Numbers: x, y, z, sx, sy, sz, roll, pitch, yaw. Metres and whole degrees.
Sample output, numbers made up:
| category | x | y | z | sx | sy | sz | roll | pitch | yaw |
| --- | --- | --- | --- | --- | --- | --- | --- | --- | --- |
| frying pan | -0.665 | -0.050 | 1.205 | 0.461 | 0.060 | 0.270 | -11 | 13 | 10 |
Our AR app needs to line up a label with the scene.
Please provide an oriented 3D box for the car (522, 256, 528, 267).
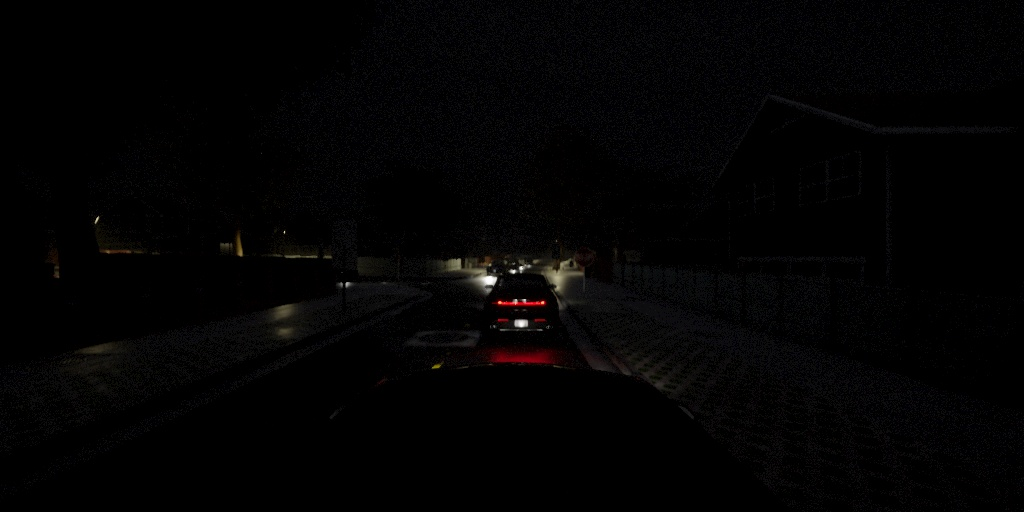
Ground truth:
| category | x | y | z | sx | sy | sz | roll | pitch | yaw |
| --- | --- | --- | --- | --- | --- | --- | --- | --- | --- |
| car | 0.917 | 0.967 | 56.372 | 1.812 | 1.442 | 4.674 | 0 | 1 | 8 |

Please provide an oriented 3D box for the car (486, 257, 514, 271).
| category | x | y | z | sx | sy | sz | roll | pitch | yaw |
| --- | --- | --- | --- | --- | --- | --- | --- | --- | --- |
| car | -1.361 | 1.123 | 36.081 | 2.128 | 1.511 | 4.902 | 0 | 0 | 6 |

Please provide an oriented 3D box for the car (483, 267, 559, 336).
| category | x | y | z | sx | sy | sz | roll | pitch | yaw |
| --- | --- | --- | --- | --- | --- | --- | --- | --- | --- |
| car | 0.257 | 1.236 | 10.338 | 1.837 | 1.490 | 4.892 | 0 | 0 | 1 |

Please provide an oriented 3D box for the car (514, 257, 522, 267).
| category | x | y | z | sx | sy | sz | roll | pitch | yaw |
| --- | --- | --- | --- | --- | --- | --- | --- | --- | --- |
| car | -0.293 | 0.889 | 46.471 | 2.097 | 1.767 | 4.553 | 0 | 1 | 8 |

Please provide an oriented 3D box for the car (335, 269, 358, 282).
| category | x | y | z | sx | sy | sz | roll | pitch | yaw |
| --- | --- | --- | --- | --- | --- | --- | --- | --- | --- |
| car | -12.639 | 0.940 | 23.392 | 5.008 | 1.535 | 1.882 | 1 | 0 | 3 |
